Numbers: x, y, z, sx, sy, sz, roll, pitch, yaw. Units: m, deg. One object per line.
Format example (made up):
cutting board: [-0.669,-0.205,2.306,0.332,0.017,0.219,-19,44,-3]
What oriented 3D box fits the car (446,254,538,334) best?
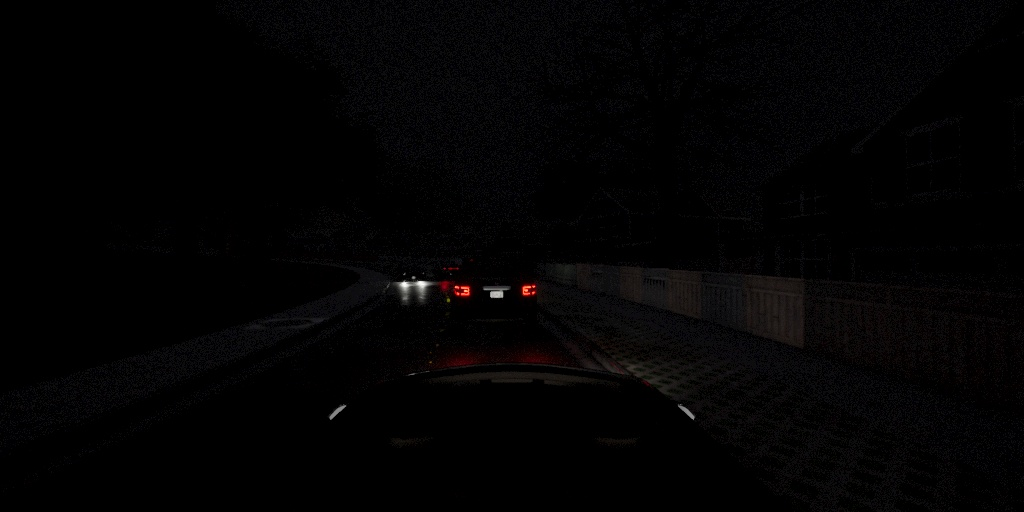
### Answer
car: [-0.658,0.972,10.867,2.150,2.045,5.566,0,0,-7]

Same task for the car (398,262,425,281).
car: [-8.270,1.213,29.169,2.033,1.411,5.357,0,0,-21]

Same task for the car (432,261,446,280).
car: [-5.498,1.170,29.957,2.128,1.511,4.902,0,0,-20]
